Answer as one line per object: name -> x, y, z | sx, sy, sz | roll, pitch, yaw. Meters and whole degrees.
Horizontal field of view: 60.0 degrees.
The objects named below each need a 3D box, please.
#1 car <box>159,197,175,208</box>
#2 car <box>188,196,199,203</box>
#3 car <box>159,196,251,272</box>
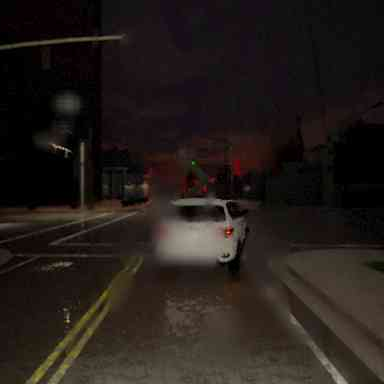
car -> -3.589, 1.465, 47.518 | 1.994, 1.385, 4.181 | 0, 0, 0
car -> 0.285, 1.425, 66.602 | 1.994, 1.385, 4.181 | 0, 0, 4
car -> 0.628, 1.203, 11.070 | 2.150, 2.045, 5.566 | -1, 0, 13
